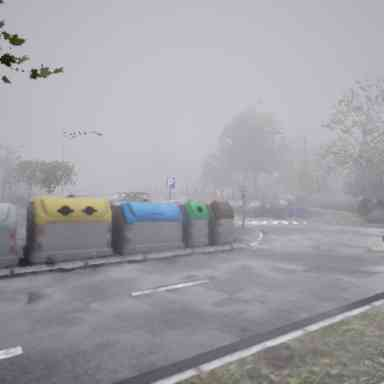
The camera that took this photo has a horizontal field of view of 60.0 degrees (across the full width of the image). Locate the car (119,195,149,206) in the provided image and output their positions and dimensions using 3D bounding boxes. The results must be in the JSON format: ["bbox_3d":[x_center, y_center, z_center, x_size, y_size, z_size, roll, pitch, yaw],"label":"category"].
[{"bbox_3d":[-11.421,1.725,65.905,2.435,2.045,5.566,1,-2,35],"label":"car"}]

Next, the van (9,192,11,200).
[{"bbox_3d":[-35.928,1.082,71.268,1.878,1.987,4.442,1,-1,35],"label":"van"}]

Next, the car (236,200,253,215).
[{"bbox_3d":[7.514,1.954,38.565,2.231,1.521,4.892,2,-2,35],"label":"car"}]

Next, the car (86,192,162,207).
[{"bbox_3d":[-5.506,1.027,27.585,2.435,2.045,5.566,1,-1,35],"label":"car"}]

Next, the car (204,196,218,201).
[{"bbox_3d":[4.089,1.833,43.554,2.185,1.767,4.553,2,-2,35],"label":"car"}]

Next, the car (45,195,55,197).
[{"bbox_3d":[-17.304,1.292,44.618,2.097,1.535,5.008,0,-1,35],"label":"car"}]

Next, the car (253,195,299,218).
[{"bbox_3d":[9.250,1.701,36.113,2.435,2.045,5.566,1,-2,35],"label":"car"}]

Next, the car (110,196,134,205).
[{"bbox_3d":[-14.908,1.851,70.819,2.185,1.767,4.553,1,-2,35],"label":"car"}]

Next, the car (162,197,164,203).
[{"bbox_3d":[-2.849,1.993,53.431,2.163,1.488,4.792,2,-2,35],"label":"car"}]

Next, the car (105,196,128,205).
[{"bbox_3d":[-16.642,1.852,73.303,2.185,1.767,4.553,1,-2,35],"label":"car"}]

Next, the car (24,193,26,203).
[{"bbox_3d":[-24.049,1.330,54.373,2.163,1.488,4.792,0,-1,35],"label":"car"}]

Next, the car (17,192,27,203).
[{"bbox_3d":[-29.136,1.179,61.617,2.185,1.767,4.553,0,-1,35],"label":"car"}]

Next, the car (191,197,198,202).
[{"bbox_3d":[2.358,1.835,46.038,2.185,1.767,4.553,2,-2,35],"label":"car"}]

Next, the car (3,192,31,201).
[{"bbox_3d":[-42.618,1.062,81.063,2.435,2.045,5.566,1,-1,35],"label":"car"}]

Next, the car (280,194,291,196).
[{"bbox_3d":[12.036,1.027,44.152,1.812,1.442,4.674,3,3,-34],"label":"car"}]

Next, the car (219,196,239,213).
[{"bbox_3d":[5.771,1.828,41.024,2.185,1.767,4.553,1,-2,35],"label":"car"}]

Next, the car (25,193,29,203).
[{"bbox_3d":[-22.470,1.290,51.761,1.946,1.575,5.366,1,-1,35],"label":"car"}]

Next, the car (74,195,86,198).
[{"bbox_3d":[-8.880,1.283,32.466,2.231,1.521,4.892,0,-1,35],"label":"car"}]

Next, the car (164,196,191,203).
[{"bbox_3d":[-1.110,1.710,50.957,2.435,2.045,5.566,2,-2,35],"label":"car"}]

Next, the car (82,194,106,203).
[{"bbox_3d":[-25.215,1.736,85.769,2.435,2.045,5.566,1,-2,35],"label":"car"}]

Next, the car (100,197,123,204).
[{"bbox_3d":[-18.332,1.983,75.806,2.231,1.521,4.892,2,-2,35],"label":"car"}]

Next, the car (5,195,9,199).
[{"bbox_3d":[-37.539,1.061,73.823,2.435,2.045,5.566,0,-1,35],"label":"car"}]

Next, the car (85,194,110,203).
[{"bbox_3d":[-23.503,1.733,83.232,2.435,2.045,5.566,2,-2,35],"label":"car"}]

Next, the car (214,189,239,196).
[{"bbox_3d":[5.575,0.234,53.601,1.812,1.442,4.674,3,2,-34],"label":"car"}]

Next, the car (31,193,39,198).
[{"bbox_3d":[-20.687,1.295,49.488,2.097,1.535,5.008,1,-1,35],"label":"car"}]

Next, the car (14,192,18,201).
[{"bbox_3d":[-30.811,1.308,64.076,2.231,1.521,4.892,1,-1,35],"label":"car"}]

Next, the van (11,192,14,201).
[{"bbox_3d":[-34.241,1.081,68.837,1.878,1.987,4.442,1,-1,35],"label":"van"}]

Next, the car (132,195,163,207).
[{"bbox_3d":[-8.012,1.718,60.890,2.435,2.045,5.566,2,-2,35],"label":"car"}]

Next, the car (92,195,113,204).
[{"bbox_3d":[-21.755,1.860,80.796,2.185,1.767,4.553,2,-2,35],"label":"car"}]

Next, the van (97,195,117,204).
[{"bbox_3d":[-19.989,1.763,78.390,1.878,1.987,4.442,1,-2,35],"label":"van"}]
